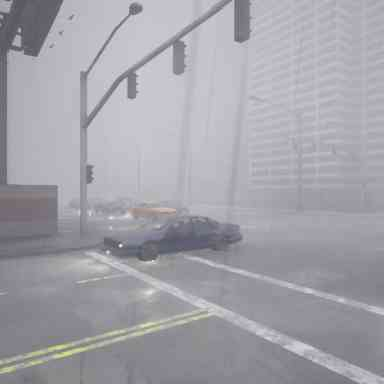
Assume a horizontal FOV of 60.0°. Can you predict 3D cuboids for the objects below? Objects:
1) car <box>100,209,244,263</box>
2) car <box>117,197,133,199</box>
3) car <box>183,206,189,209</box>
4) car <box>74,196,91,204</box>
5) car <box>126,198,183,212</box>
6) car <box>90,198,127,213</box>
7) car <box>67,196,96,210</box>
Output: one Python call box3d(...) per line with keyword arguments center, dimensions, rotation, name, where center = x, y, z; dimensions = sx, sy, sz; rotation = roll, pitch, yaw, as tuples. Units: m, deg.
box3d(center=(-0.525, 1.547, 12.219), dimensions=(5.357, 1.411, 2.033), rotation=(0, 0, -36), name="car")
box3d(center=(-7.596, 1.352, 38.992), dimensions=(2.097, 1.767, 4.553), rotation=(0, 0, -35), name="car")
box3d(center=(-2.048, 1.526, 31.124), dimensions=(1.812, 1.442, 4.674), rotation=(0, 0, -35), name="car")
box3d(center=(-21.519, 1.526, 65.122), dimensions=(1.812, 1.442, 4.674), rotation=(0, 0, -35), name="car")
box3d(center=(-3.105, 1.478, 26.550), dimensions=(1.882, 1.535, 5.008), rotation=(0, 0, -35), name="car")
box3d(center=(-8.488, 1.601, 34.177), dimensions=(1.895, 1.301, 4.718), rotation=(0, 0, -35), name="car")
box3d(center=(-14.509, 1.547, 42.720), dimensions=(2.033, 1.411, 5.357), rotation=(0, 0, -35), name="car")
